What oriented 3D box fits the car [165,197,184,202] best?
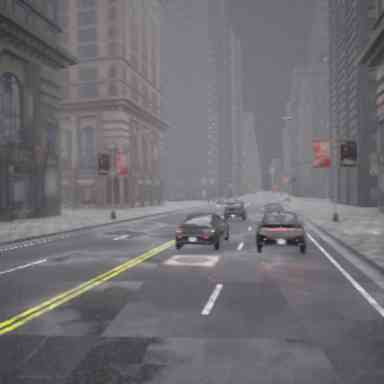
[{"bbox_3d":[-4.614,2.184,94.237,4.507,1.381,1.887,0,0,13],"label":"car"}]

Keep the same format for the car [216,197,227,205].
[{"bbox_3d":[6.360,1.803,69.289,2.097,1.767,4.553,-1,0,13],"label":"car"}]

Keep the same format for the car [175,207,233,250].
[{"bbox_3d":[0.546,1.634,14.874,1.812,1.442,4.674,-1,0,13],"label":"car"}]

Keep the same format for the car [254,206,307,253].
[{"bbox_3d":[3.694,1.555,14.068,2.128,1.511,4.902,-1,0,13],"label":"car"}]

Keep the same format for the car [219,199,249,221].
[{"bbox_3d":[3.883,1.686,29.418,1.837,1.490,4.892,-1,0,13],"label":"car"}]

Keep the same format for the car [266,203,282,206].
[{"bbox_3d":[6.977,1.678,28.385,2.033,1.411,5.357,-1,0,13],"label":"car"}]
